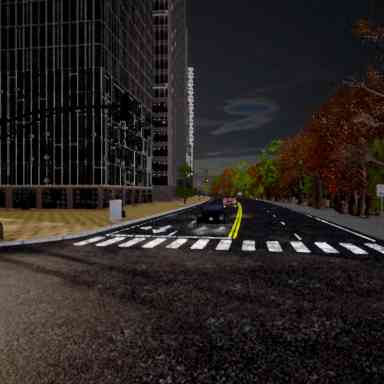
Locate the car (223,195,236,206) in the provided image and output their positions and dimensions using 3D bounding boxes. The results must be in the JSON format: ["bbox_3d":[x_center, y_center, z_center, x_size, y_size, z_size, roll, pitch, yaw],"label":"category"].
[{"bbox_3d":[6.399,1.327,55.958,2.097,1.767,4.553,0,0,8],"label":"car"}]

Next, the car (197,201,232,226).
[{"bbox_3d":[1.548,1.570,23.645,1.994,1.385,4.181,0,0,9],"label":"car"}]
